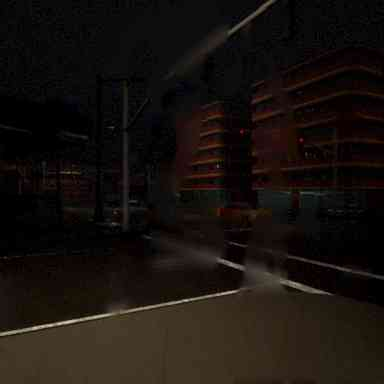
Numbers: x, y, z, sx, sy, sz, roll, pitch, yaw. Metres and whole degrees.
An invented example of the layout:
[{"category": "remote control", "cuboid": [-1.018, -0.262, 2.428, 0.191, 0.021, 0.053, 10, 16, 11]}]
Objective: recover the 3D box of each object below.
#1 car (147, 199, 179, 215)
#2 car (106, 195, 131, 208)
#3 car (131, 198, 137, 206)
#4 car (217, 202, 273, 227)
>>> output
[{"category": "car", "cuboid": [-3.142, 1.487, 34.825, 2.128, 1.511, 4.902, 0, 0, -30]}, {"category": "car", "cuboid": [-10.954, 1.506, 48.116, 1.837, 1.490, 4.892, 0, 0, -30]}, {"category": "car", "cuboid": [-10.785, 1.601, 55.092, 1.895, 1.301, 4.718, 0, 0, -30]}, {"category": "car", "cuboid": [3.551, 1.478, 23.000, 1.882, 1.535, 5.008, 0, 0, -25]}]
